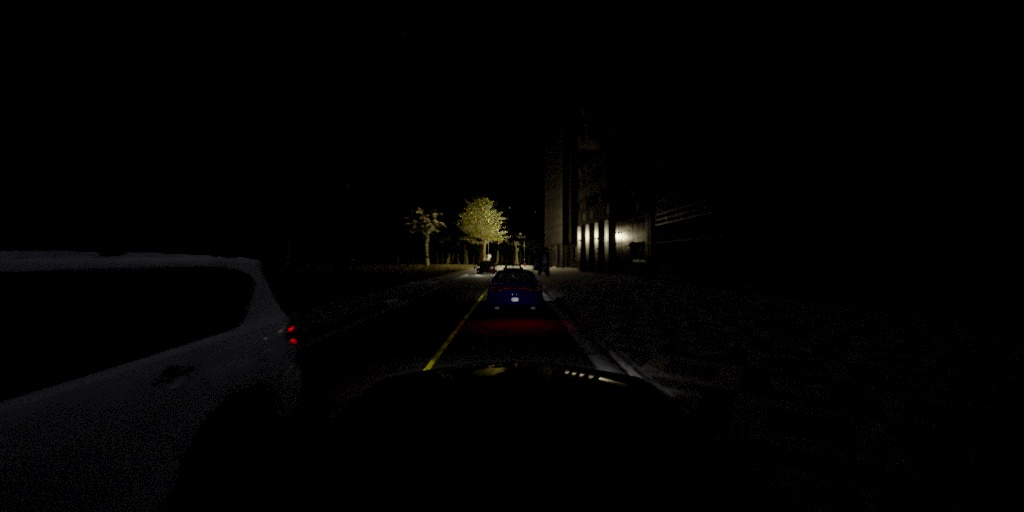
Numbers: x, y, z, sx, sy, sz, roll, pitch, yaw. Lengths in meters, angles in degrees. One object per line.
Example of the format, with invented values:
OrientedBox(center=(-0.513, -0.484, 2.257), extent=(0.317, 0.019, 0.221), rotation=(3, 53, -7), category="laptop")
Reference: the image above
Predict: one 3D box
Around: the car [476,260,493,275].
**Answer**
OrientedBox(center=(-3.085, 1.339, 43.323), extent=(2.097, 1.767, 4.553), rotation=(0, 0, 0), category="car")

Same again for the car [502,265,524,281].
OrientedBox(center=(0.103, 1.482, 33.177), extent=(1.895, 1.301, 4.718), rotation=(0, -1, 0), category="car")

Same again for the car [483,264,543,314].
OrientedBox(center=(0.101, 1.241, 13.927), extent=(1.882, 1.535, 5.008), rotation=(0, 0, 0), category="car")

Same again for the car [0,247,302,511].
OrientedBox(center=(-3.100, 0.971, 1.174), extent=(2.150, 2.045, 5.566), rotation=(0, 0, 0), category="car")
